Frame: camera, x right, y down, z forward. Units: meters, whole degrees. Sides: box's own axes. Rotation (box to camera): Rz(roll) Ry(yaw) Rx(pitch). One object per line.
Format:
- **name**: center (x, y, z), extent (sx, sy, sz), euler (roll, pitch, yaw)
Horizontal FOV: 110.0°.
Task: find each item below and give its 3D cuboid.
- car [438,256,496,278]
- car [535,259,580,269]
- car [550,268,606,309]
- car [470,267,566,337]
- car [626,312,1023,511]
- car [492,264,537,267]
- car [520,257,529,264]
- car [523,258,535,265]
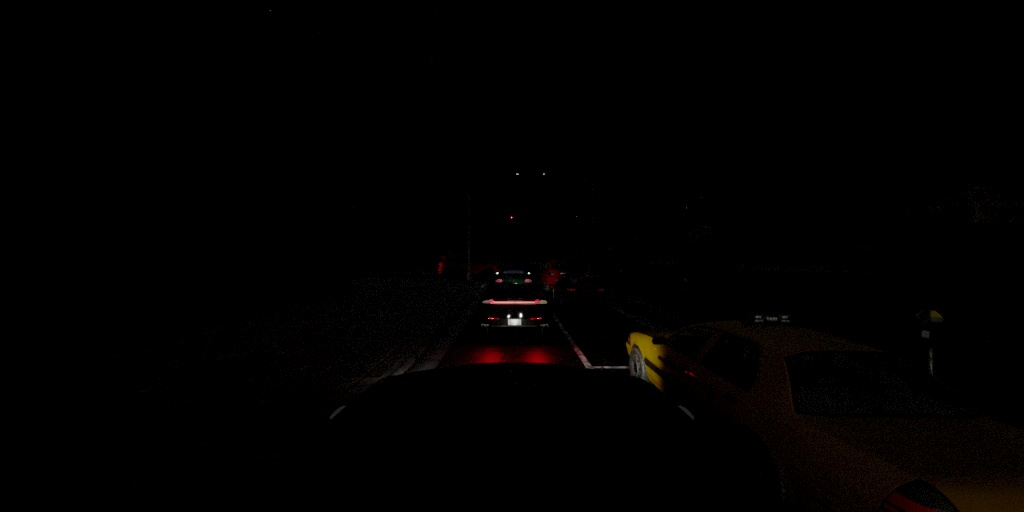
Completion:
- **car**: center (-3.714, 0.988, 31.755), extent (5.566, 2.045, 2.150), euler (0, -1, 0)
- **car**: center (2.678, 1.074, 20.140), extent (2.192, 1.841, 5.009), euler (0, 0, 0)
- **car**: center (2.666, 1.337, 14.692), extent (1.802, 1.307, 4.207), euler (0, 0, 0)
- **car**: center (0.083, 1.243, 10.316), extent (2.128, 1.511, 4.902), euler (0, 0, 1)
- **car**: center (2.643, 1.276, 3.963), extent (1.751, 1.417, 4.829), euler (0, 0, 0)
- **car**: center (0.066, 1.323, 19.261), extent (1.994, 1.385, 4.181), euler (0, 0, -1)
- **car**: center (2.770, 1.395, 62.881), extent (1.888, 1.381, 4.507), euler (0, 0, 0)
- **car**: center (2.735, 1.350, 46.570), extent (1.888, 1.381, 4.507), euler (0, 0, 0)
